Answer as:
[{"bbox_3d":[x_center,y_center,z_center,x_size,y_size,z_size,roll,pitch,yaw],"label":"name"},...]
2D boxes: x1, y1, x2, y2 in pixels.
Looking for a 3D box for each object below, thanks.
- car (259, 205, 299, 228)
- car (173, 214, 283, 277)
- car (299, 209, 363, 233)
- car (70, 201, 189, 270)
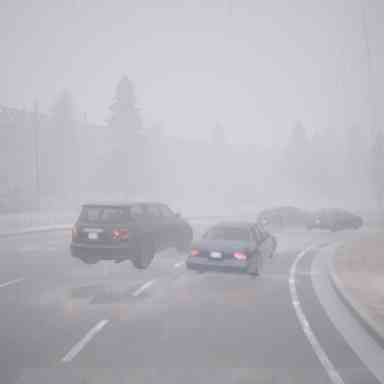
[{"bbox_3d":[6.754,1.716,23.828,4.892,1.490,1.837,0,0,-38],"label":"car"},{"bbox_3d":[1.490,1.642,10.682,2.033,1.411,5.357,0,-1,21],"label":"car"},{"bbox_3d":[9.092,1.751,21.221,4.181,1.385,1.994,0,-1,-38],"label":"car"},{"bbox_3d":[-1.820,1.329,11.806,2.150,2.045,5.566,0,0,21],"label":"car"}]
